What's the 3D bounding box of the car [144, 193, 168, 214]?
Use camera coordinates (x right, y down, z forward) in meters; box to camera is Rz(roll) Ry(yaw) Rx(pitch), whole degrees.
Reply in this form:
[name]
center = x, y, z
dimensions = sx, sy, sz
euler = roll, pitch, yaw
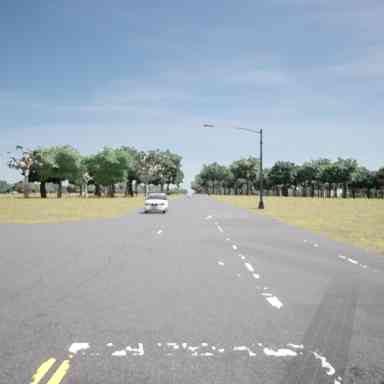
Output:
[car]
center = -3.634, 1.161, 34.445
dimensions = 2.150, 2.045, 5.566
euler = 0, 0, 0
